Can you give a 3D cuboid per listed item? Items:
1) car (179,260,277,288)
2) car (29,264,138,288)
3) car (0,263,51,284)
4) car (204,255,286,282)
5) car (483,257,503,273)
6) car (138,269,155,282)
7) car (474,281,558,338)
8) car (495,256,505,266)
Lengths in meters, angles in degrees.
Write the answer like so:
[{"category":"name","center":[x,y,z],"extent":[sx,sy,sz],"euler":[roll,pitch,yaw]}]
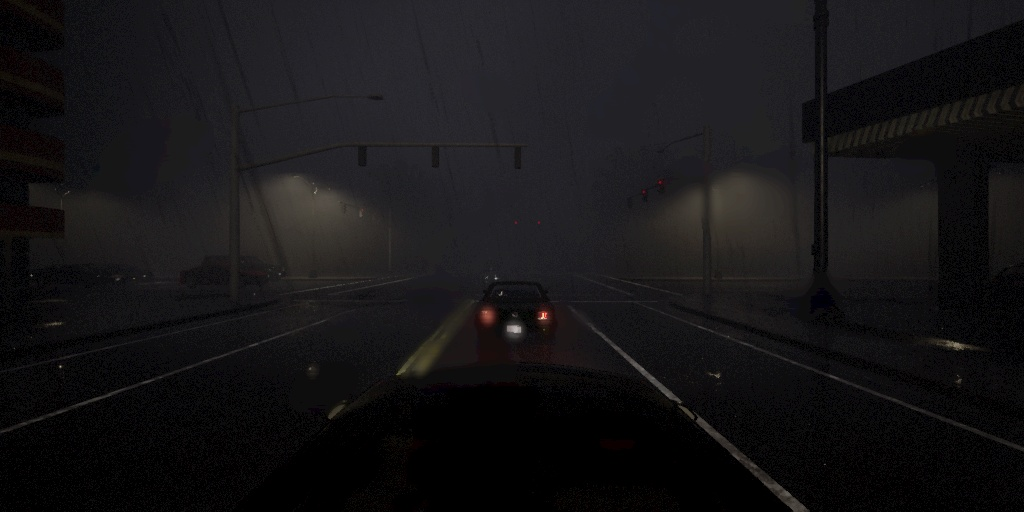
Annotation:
[{"category":"car","center":[-18.330,1.228,22.961],"extent":[5.008,1.535,1.882],"euler":[0,0,1]},{"category":"car","center":[-27.833,1.241,23.135],"extent":[4.902,1.511,2.128],"euler":[0,0,1]},{"category":"car","center":[-37.991,1.276,26.825],"extent":[4.674,1.442,1.812],"euler":[0,0,1]},{"category":"car","center":[-19.891,0.971,26.509],"extent":[5.566,2.045,2.150],"euler":[0,0,1]},{"category":"car","center":[-2.491,1.242,43.061],"extent":[2.128,1.511,4.902],"euler":[0,0,-4]},{"category":"car","center":[-29.309,1.314,26.659],"extent":[4.181,1.385,1.994],"euler":[0,0,0]},{"category":"car","center":[0.097,1.351,10.193],"extent":[1.895,1.301,4.718],"euler":[0,0,0]},{"category":"car","center":[-2.695,1.238,56.393],"extent":[2.128,1.511,4.902],"euler":[0,0,1]}]
